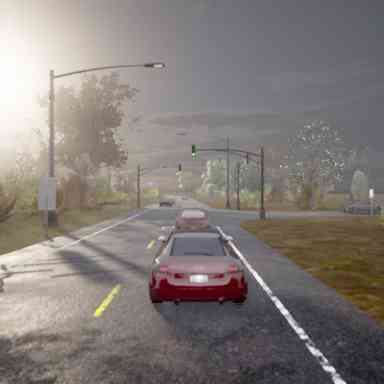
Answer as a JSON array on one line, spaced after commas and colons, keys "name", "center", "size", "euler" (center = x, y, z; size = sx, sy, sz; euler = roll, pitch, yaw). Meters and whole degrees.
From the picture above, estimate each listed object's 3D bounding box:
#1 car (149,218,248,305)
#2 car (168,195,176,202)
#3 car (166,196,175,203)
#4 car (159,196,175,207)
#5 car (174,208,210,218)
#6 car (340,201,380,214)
[{"name": "car", "center": [0.094, 1.581, 8.182], "size": [1.994, 1.385, 4.181], "euler": [0, 0, -1]}, {"name": "car", "center": [-5.013, 1.651, 82.926], "size": [1.882, 1.535, 5.008], "euler": [0, 0, -2]}, {"name": "car", "center": [-4.646, 1.628, 72.480], "size": [1.882, 1.535, 5.008], "euler": [0, 0, -2]}, {"name": "car", "center": [-4.186, 1.710, 52.916], "size": [1.895, 1.301, 4.718], "euler": [0, 0, -1]}, {"name": "car", "center": [0.032, 1.562, 18.012], "size": [1.812, 1.442, 4.674], "euler": [0, 0, -1]}, {"name": "car", "center": [18.659, 1.651, 36.769], "size": [4.181, 1.385, 1.994], "euler": [0, 0, 1]}]
